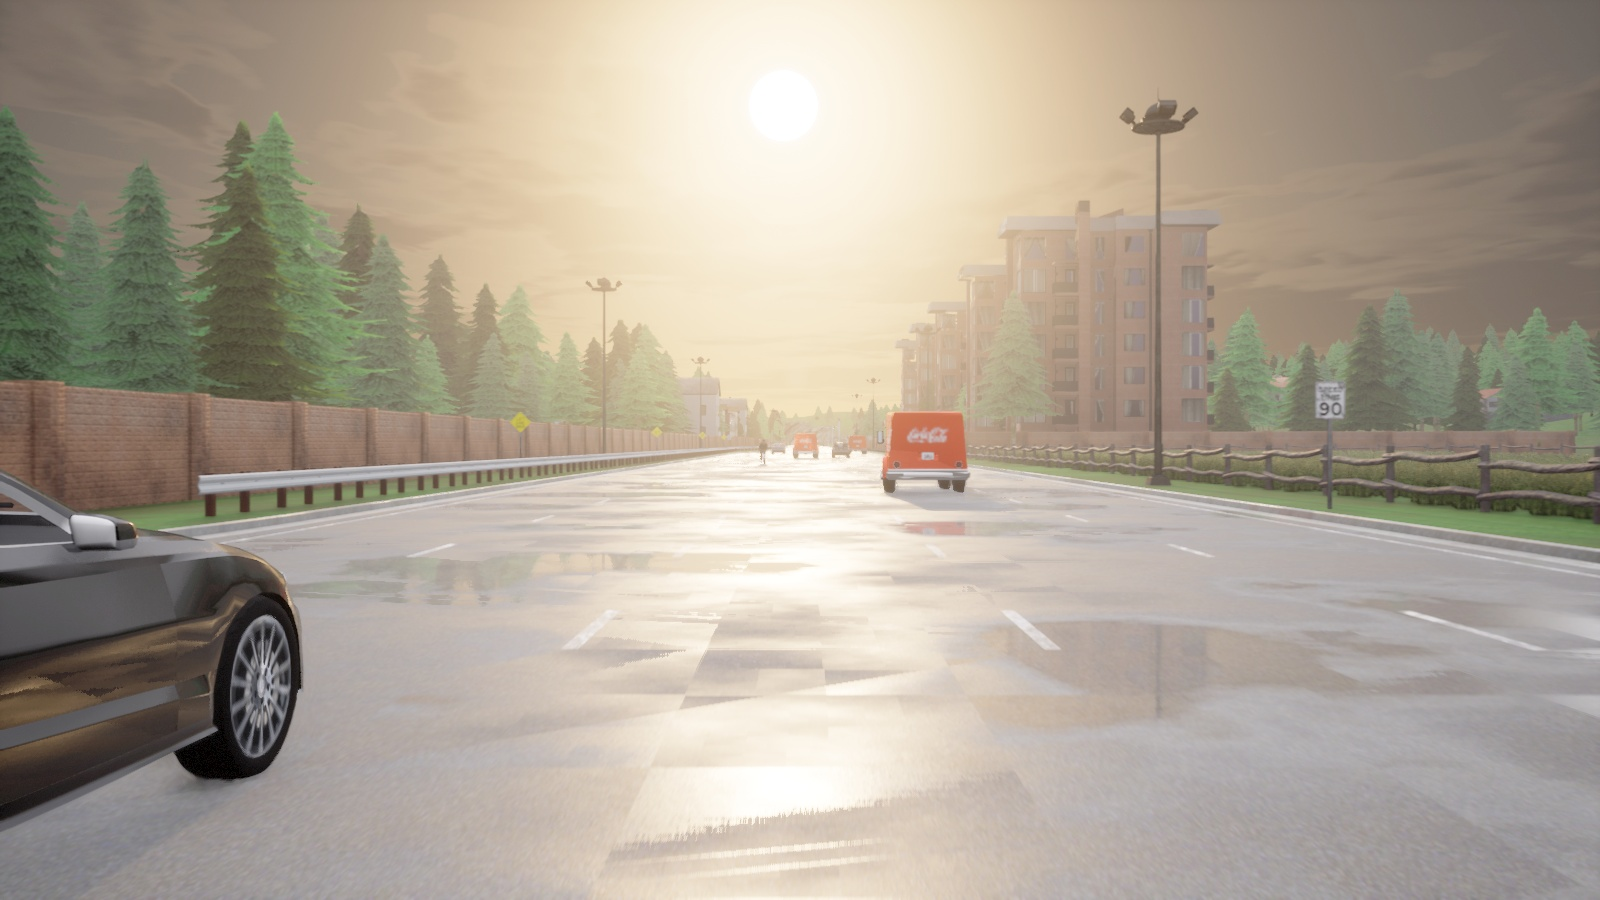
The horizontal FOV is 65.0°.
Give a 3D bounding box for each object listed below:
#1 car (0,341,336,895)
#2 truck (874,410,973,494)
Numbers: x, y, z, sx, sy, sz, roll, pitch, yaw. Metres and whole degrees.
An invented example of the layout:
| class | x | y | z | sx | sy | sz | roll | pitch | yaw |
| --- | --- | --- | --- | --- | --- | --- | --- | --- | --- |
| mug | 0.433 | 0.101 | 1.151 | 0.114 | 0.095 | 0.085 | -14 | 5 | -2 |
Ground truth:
| class | x | y | z | sx | sy | sz | roll | pitch | yaw |
| --- | --- | --- | --- | --- | --- | --- | --- | --- | --- |
| car | -3.459 | 0.500 | 3.900 | 2.152 | 1.651 | 5.027 | 0 | 0 | 0 |
| truck | 3.780 | 0.043 | 39.518 | 2.627 | 2.467 | 5.204 | 0 | 1 | 0 |
